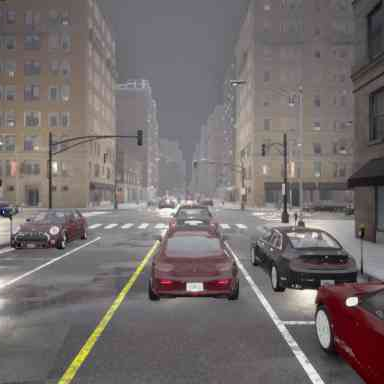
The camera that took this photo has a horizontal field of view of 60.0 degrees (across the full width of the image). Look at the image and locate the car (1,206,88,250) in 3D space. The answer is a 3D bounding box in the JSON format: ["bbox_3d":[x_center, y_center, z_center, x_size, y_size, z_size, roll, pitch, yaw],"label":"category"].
[{"bbox_3d":[-5.890,1.445,14.161,1.967,1.590,4.097,0,0,0],"label":"car"}]

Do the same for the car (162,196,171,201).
[{"bbox_3d":[-6.537,1.722,85.568,1.802,1.307,4.206,0,0,-1],"label":"car"}]

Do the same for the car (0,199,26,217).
[{"bbox_3d":[-18.053,1.416,30.130,4.902,1.511,2.128,0,0,-1],"label":"car"}]

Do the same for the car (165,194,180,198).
[{"bbox_3d":[-3.410,1.578,55.872,1.812,1.442,4.674,0,0,-1],"label":"car"}]

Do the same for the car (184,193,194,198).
[{"bbox_3d":[-0.606,1.342,79.348,2.150,2.045,5.566,0,0,-1],"label":"car"}]

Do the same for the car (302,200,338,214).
[{"bbox_3d":[14.607,1.648,37.120,4.674,1.442,1.812,0,0,1],"label":"car"}]

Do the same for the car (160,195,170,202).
[{"bbox_3d":[-6.469,1.560,80.061,1.967,1.590,4.097,0,0,-1],"label":"car"}]

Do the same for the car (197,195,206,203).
[{"bbox_3d":[2.123,1.541,74.651,1.967,1.590,4.097,0,0,-1],"label":"car"}]

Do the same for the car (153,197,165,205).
[{"bbox_3d":[-6.267,1.614,63.538,1.887,1.381,4.507,0,0,-1],"label":"car"}]

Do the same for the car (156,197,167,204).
[{"bbox_3d":[-6.335,1.666,69.045,1.802,1.307,4.206,0,0,-1],"label":"car"}]

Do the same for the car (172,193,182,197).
[{"bbox_3d":[-3.486,1.308,69.249,2.150,2.045,5.566,0,0,-1],"label":"car"}]

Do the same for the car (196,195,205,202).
[{"bbox_3d":[2.056,1.560,80.157,1.967,1.590,4.097,0,0,-1],"label":"car"}]

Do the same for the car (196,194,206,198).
[{"bbox_3d":[2.256,1.595,63.807,1.752,1.417,4.829,0,0,-1],"label":"car"}]

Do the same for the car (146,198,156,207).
[{"bbox_3d":[-6.131,1.596,52.522,2.008,1.369,4.403,0,0,-1],"label":"car"}]

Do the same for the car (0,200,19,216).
[{"bbox_3d":[-17.175,1.123,26.890,5.566,2.045,2.150,0,0,0],"label":"car"}]

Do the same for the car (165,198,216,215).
[{"bbox_3d":[0.055,1.358,15.537,2.097,1.767,4.553,0,0,0],"label":"car"}]

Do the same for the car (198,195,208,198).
[{"bbox_3d":[2.393,1.590,52.623,1.887,1.381,4.507,0,0,-1],"label":"car"}]

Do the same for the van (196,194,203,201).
[{"bbox_3d":[1.989,1.482,85.665,1.690,1.788,3.998,0,0,-1],"label":"van"}]

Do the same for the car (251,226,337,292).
[{"bbox_3d":[2.651,1.553,8.697,2.008,1.369,4.403,0,0,0],"label":"car"}]

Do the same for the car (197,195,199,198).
[{"bbox_3d":[2.326,1.623,58.130,1.947,1.339,4.313,0,0,-1],"label":"car"}]

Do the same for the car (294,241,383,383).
[{"bbox_3d":[2.667,1.545,3.206,1.887,1.381,4.507,0,0,0],"label":"car"}]

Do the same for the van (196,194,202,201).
[{"bbox_3d":[1.921,1.504,91.171,1.690,1.788,3.998,0,0,-1],"label":"van"}]

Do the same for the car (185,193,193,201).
[{"bbox_3d":[-0.738,1.384,90.066,2.150,2.045,5.566,0,0,-1],"label":"car"}]

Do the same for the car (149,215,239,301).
[{"bbox_3d":[0.012,1.528,8.233,1.812,1.442,4.674,0,0,-1],"label":"car"}]

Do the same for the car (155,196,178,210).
[{"bbox_3d":[-3.267,1.595,43.553,1.994,1.385,4.181,0,0,-1],"label":"car"}]

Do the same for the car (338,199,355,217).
[{"bbox_3d":[16.350,1.426,30.455,4.553,1.767,2.097,0,0,0],"label":"car"}]

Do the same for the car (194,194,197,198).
[{"bbox_3d":[2.192,1.399,69.144,2.192,1.841,5.009,0,0,-1],"label":"car"}]
